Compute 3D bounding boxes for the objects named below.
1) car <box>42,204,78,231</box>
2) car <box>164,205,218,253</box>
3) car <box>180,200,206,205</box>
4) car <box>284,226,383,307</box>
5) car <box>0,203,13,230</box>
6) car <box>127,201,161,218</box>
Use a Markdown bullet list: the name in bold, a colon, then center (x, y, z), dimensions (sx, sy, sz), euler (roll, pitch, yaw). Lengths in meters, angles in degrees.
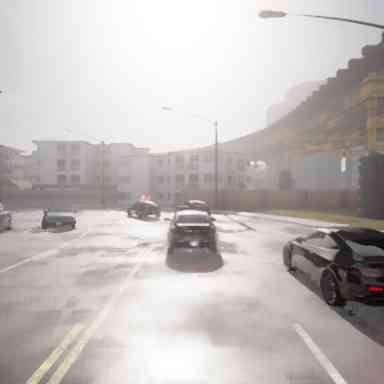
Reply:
- **car**: center (-8.285, 1.523, 21.084), dimensions (1.812, 1.442, 4.674), euler (0, 0, -19)
- **car**: center (-0.061, 1.503, 13.722), dimensions (1.837, 1.490, 4.892), euler (0, 0, -3)
- **car**: center (-0.072, 1.501, 29.013), dimensions (1.837, 1.490, 4.892), euler (1, 0, -24)
- **car**: center (3.582, 1.525, 7.819), dimensions (1.812, 1.442, 4.674), euler (0, 0, 0)
- **car**: center (-11.244, 1.350, 17.777), dimensions (2.097, 1.767, 4.553), euler (0, 0, -13)
- **car**: center (-4.328, 1.521, 29.713), dimensions (1.812, 1.442, 4.674), euler (0, 0, -29)
